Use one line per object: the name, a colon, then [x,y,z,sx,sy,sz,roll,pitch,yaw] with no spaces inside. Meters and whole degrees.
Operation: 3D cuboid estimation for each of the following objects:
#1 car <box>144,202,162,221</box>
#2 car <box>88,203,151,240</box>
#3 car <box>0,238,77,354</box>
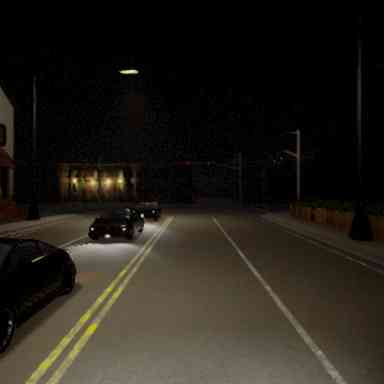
car: [-3.500,1.495,26.248,1.895,1.301,4.718,0,0,0]
car: [-3.567,1.480,16.751,2.033,1.411,5.357,0,0,0]
car: [-3.593,1.539,5.826,1.994,1.385,4.181,0,0,0]
